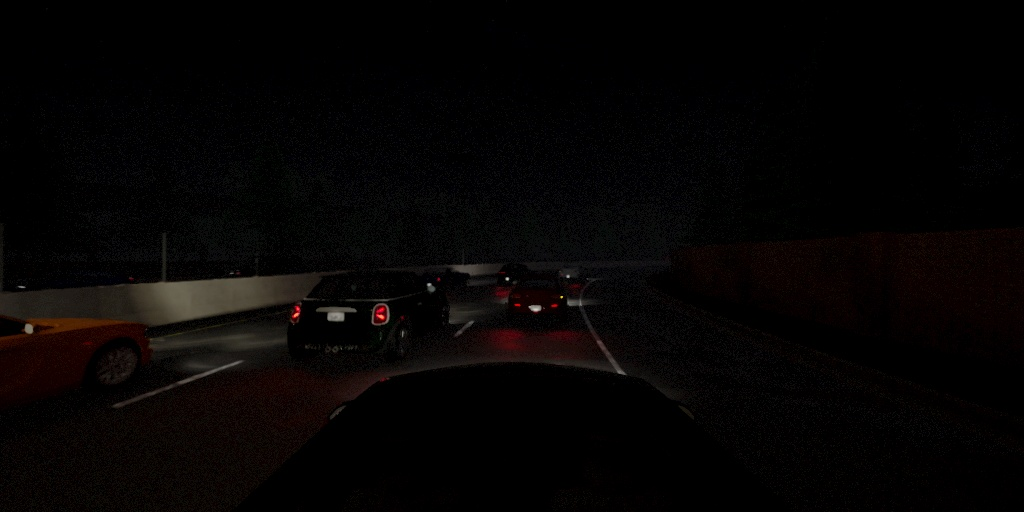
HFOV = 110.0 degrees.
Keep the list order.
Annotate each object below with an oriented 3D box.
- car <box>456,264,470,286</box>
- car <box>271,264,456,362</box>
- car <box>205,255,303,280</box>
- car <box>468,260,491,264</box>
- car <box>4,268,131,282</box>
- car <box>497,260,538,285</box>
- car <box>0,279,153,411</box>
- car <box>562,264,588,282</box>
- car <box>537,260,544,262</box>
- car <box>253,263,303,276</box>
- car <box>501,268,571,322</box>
[{"bbox_3d":[-4.274,1.369,22.750,1.895,1.301,4.718,0,0,13],"label":"car"},{"bbox_3d":[-2.964,1.100,8.466,2.097,1.767,4.553,0,0,4],"label":"car"},{"bbox_3d":[-15.361,0.933,21.996,2.150,2.045,5.566,0,0,12],"label":"car"},{"bbox_3d":[-5.267,1.330,57.327,1.837,1.490,4.892,0,0,31],"label":"car"},{"bbox_3d":[-19.861,1.242,16.039,1.994,1.385,4.181,0,0,8],"label":"car"},{"bbox_3d":[0.340,1.302,26.421,1.837,1.490,4.892,0,0,16],"label":"car"},{"bbox_3d":[-6.753,1.198,3.685,1.882,1.535,5.008,0,0,1],"label":"car"},{"bbox_3d":[5.047,1.352,29.724,1.812,1.442,4.674,0,0,18],"label":"car"},{"bbox_3d":[3.838,1.352,58.649,1.882,1.535,5.008,0,0,34],"label":"car"},{"bbox_3d":[-12.027,1.289,20.576,1.994,1.385,4.181,0,0,11],"label":"car"},{"bbox_3d":[0.943,1.300,12.354,1.812,1.442,4.674,0,0,7],"label":"car"}]
